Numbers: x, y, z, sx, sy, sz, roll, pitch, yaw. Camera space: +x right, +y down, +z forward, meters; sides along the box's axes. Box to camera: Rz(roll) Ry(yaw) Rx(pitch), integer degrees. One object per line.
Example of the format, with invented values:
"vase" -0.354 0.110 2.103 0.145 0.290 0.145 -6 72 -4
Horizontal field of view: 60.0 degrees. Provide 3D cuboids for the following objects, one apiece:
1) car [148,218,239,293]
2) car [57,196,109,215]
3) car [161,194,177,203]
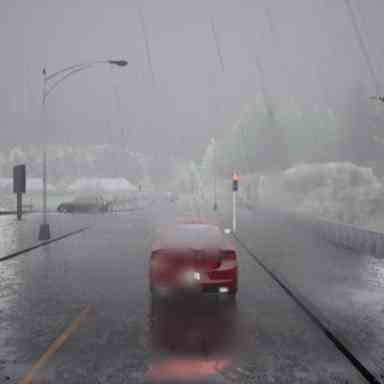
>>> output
"car" 0.044 1.422 8.739 1.882 1.535 5.008 0 0 0
"car" -10.285 1.154 31.325 4.553 1.767 2.097 0 1 8
"car" -4.175 1.208 56.825 1.994 1.385 4.181 0 0 0
